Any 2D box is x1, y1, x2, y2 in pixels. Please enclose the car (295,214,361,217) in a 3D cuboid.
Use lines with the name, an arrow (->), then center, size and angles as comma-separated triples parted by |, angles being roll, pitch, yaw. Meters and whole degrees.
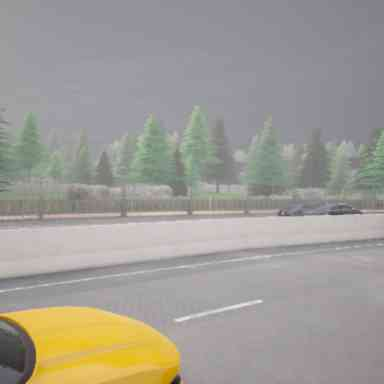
car -> 10.603, 1.595, 25.300 | 4.892, 1.490, 1.837 | 1, 0, -22

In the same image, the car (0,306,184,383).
car -> -2.330, 1.449, 1.975 | 5.008, 1.535, 1.882 | 1, 0, -36
